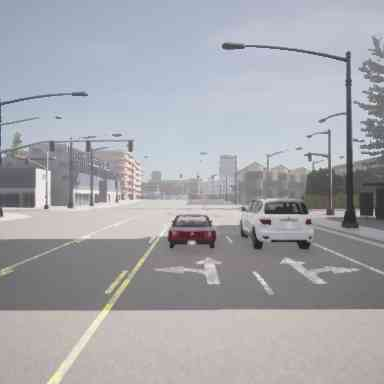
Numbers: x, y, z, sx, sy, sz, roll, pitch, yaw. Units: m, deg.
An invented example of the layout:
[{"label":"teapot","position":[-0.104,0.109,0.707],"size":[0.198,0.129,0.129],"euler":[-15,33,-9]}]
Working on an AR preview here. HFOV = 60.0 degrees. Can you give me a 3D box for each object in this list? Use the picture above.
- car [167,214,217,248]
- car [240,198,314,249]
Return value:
[{"label":"car","position":[0.000,1.621,14.682],"size":[1.895,1.301,4.718],"euler":[0,0,0]},{"label":"car","position":[3.500,1.263,14.684],"size":[2.150,2.045,5.566],"euler":[0,0,0]}]
